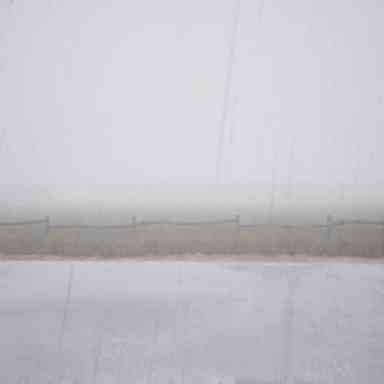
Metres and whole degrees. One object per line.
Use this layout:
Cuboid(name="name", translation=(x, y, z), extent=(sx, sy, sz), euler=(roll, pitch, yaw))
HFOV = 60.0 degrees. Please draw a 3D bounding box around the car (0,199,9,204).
Cuboid(name="car", translation=(-26.599, 1.563, 44.641), extent=(2.128, 1.511, 4.902), euler=(0, 1, 3))
